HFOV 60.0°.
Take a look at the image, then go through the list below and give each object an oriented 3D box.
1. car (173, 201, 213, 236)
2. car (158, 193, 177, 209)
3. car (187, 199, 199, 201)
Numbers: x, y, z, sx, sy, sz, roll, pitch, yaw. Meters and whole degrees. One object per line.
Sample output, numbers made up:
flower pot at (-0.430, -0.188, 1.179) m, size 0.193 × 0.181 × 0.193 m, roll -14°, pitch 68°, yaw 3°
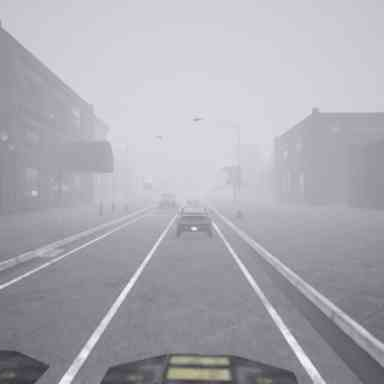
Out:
car at (0.110, 1.488, 18.266) m, size 1.837 × 1.490 × 4.892 m, roll 0°, pitch 0°, yaw 0°
car at (-3.061, 1.113, 42.987) m, size 2.150 × 2.045 × 5.566 m, roll 0°, pitch 0°, yaw 0°
car at (0.113, 1.468, 36.648) m, size 2.033 × 1.411 × 5.357 m, roll 0°, pitch 0°, yaw 0°
